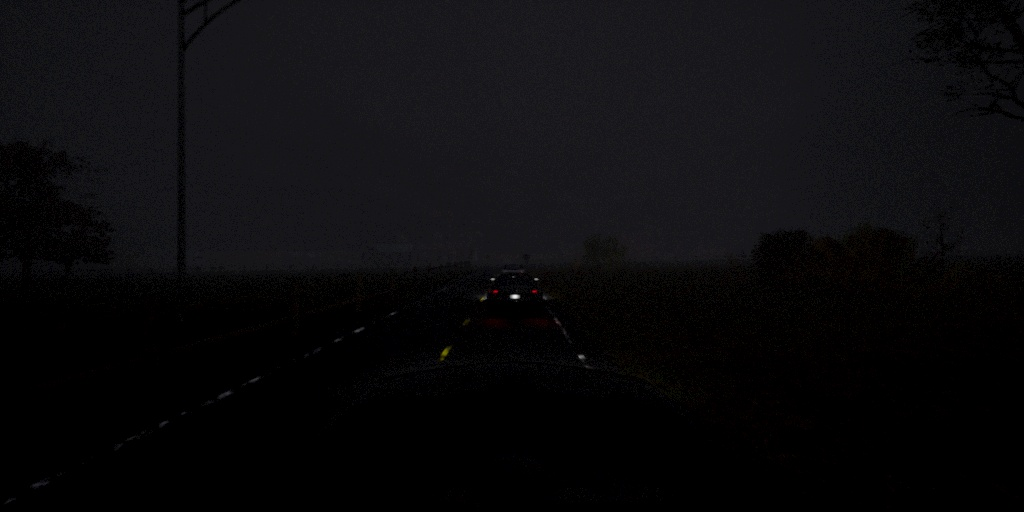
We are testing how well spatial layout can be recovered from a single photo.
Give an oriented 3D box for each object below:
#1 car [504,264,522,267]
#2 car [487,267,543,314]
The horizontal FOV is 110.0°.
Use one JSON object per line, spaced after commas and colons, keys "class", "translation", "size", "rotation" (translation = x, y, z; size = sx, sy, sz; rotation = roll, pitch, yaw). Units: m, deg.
{"class": "car", "translation": [0.101, 1.356, 30.561], "size": [1.895, 1.301, 4.718], "rotation": [0, 0, 0]}
{"class": "car", "translation": [0.101, 1.312, 13.822], "size": [1.994, 1.385, 4.181], "rotation": [0, 0, 0]}
